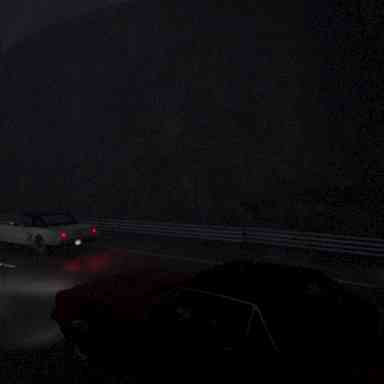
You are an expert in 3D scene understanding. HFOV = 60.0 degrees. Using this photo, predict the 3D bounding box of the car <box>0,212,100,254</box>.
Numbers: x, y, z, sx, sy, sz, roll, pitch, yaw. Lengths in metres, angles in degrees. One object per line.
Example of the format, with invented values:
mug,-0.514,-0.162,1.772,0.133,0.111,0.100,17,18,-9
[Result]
car,-5.810,1.423,12.519,4.718,1.301,1.895,0,1,31

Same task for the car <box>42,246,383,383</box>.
car,0.400,1.535,3.950,4.718,1.301,1.895,0,1,35
